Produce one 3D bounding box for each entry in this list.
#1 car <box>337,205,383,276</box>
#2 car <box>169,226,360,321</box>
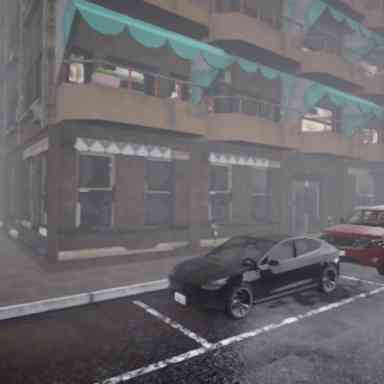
[{"bbox_3d":[6.161,1.368,10.653,5.009,1.841,2.192,0,1,-36],"label":"car"},{"bbox_3d":[1.563,1.591,7.374,4.313,1.339,1.947,0,1,-36],"label":"car"}]
